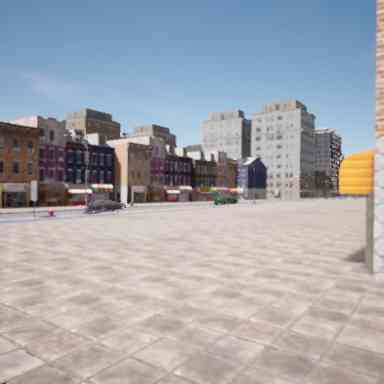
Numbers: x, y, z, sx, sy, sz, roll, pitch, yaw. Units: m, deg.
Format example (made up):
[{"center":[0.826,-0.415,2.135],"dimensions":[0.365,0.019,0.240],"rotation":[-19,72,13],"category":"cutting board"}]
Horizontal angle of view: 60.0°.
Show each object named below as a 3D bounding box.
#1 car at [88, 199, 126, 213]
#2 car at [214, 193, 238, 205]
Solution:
[{"center":[-9.346,1.494,36.419],"dimensions":[1.812,1.442,4.674],"rotation":[1,0,36],"category":"car"},{"center":[5.902,1.259,57.677],"dimensions":[2.150,2.045,5.566],"rotation":[1,0,36],"category":"car"}]
